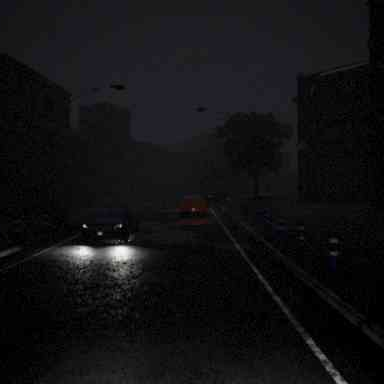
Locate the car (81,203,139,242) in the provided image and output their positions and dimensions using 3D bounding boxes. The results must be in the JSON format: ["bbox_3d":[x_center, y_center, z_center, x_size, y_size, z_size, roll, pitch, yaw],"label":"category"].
[{"bbox_3d":[-3.592,1.284,15.326,1.812,1.442,4.674,0,2,0],"label":"car"}]

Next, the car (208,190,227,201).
[{"bbox_3d":[2.988,0.432,42.523,1.994,1.385,4.181,-1,2,26],"label":"car"}]

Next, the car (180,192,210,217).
[{"bbox_3d":[0.106,0.954,25.141,1.882,1.535,5.008,0,2,0],"label":"car"}]
